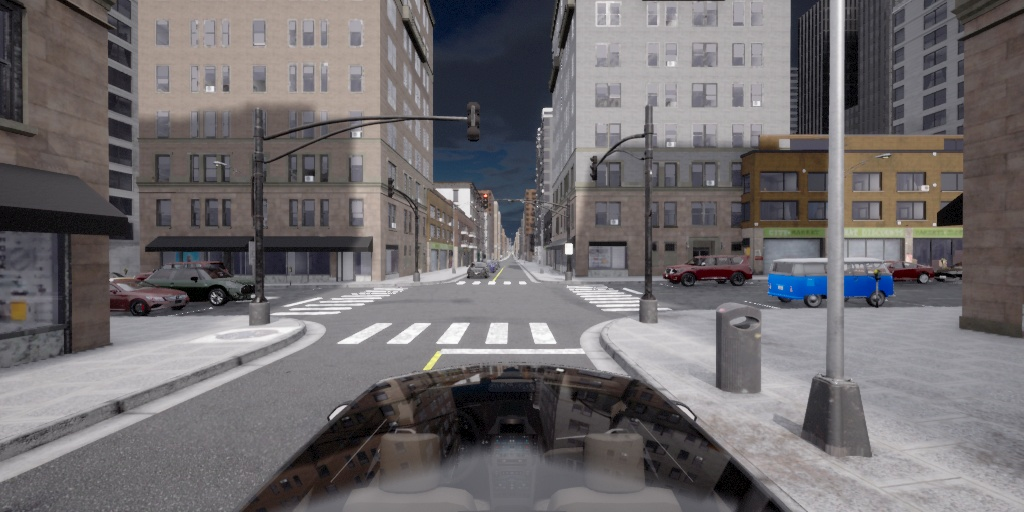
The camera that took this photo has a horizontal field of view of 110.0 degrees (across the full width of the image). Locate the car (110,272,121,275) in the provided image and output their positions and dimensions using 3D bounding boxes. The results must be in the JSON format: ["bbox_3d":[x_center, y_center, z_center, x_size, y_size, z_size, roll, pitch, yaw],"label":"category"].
[{"bbox_3d":[-26.005,1.551,22.176,4.829,1.417,1.751,0,0,0],"label":"car"}]

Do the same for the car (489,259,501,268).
[{"bbox_3d":[-2.998,1.300,63.978,1.837,1.490,4.892,0,0,0],"label":"car"}]

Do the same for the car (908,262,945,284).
[{"bbox_3d":[23.328,0.965,22.263,4.507,1.381,1.888,0,0,0],"label":"car"}]

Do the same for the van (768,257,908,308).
[{"bbox_3d":[12.127,0.957,13.718,3.998,1.789,1.690,0,0,0],"label":"van"}]

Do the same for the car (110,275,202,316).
[{"bbox_3d":[-14.810,1.527,13.670,4.207,1.307,1.802,0,0,0],"label":"car"}]

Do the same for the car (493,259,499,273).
[{"bbox_3d":[-3.058,1.116,43.503,2.097,1.767,4.553,0,0,0],"label":"car"}]

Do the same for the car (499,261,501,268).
[{"bbox_3d":[-3.049,1.282,53.651,1.837,1.490,4.892,0,0,0],"label":"car"}]

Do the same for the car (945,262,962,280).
[{"bbox_3d":[28.938,0.916,22.273,4.313,1.339,1.948,0,0,0],"label":"car"}]

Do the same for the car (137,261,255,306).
[{"bbox_3d":[-13.999,1.269,16.313,4.553,1.767,2.097,-1,0,0],"label":"car"}]

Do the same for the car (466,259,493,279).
[{"bbox_3d":[-3.071,1.259,33.344,1.837,1.490,4.892,0,0,0],"label":"car"}]

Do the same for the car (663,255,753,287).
[{"bbox_3d":[12.111,0.872,22.243,5.009,1.841,2.192,0,0,0],"label":"car"}]
